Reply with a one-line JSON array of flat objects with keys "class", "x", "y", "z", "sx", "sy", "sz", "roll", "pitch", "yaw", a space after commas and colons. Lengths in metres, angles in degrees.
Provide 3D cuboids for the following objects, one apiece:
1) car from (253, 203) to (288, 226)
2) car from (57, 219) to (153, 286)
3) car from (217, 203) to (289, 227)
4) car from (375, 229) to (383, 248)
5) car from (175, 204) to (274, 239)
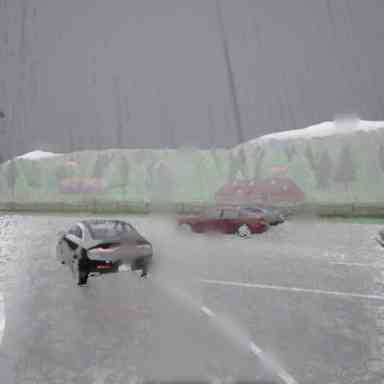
[{"class": "car", "x": 3.258, "y": 1.572, "z": 20.691, "sx": 4.902, "sy": 1.511, "sz": 2.128, "roll": -1, "pitch": 0, "yaw": 21}, {"class": "car", "x": -2.723, "y": 1.560, "z": 9.799, "sx": 2.128, "sy": 1.511, "sz": 4.902, "roll": 0, "pitch": 0, "yaw": -29}, {"class": "car", "x": 4.393, "y": 1.594, "z": 24.006, "sx": 4.892, "sy": 1.490, "sz": 1.837, "roll": -1, "pitch": 0, "yaw": 21}, {"class": "car", "x": 8.787, "y": 1.595, "z": 11.019, "sx": 4.718, "sy": 1.301, "sz": 1.895, "roll": -1, "pitch": 0, "yaw": 21}, {"class": "car", "x": 1.541, "y": 1.555, "z": 17.605, "sx": 5.008, "sy": 1.535, "sz": 1.882, "roll": -1, "pitch": 0, "yaw": 21}]
